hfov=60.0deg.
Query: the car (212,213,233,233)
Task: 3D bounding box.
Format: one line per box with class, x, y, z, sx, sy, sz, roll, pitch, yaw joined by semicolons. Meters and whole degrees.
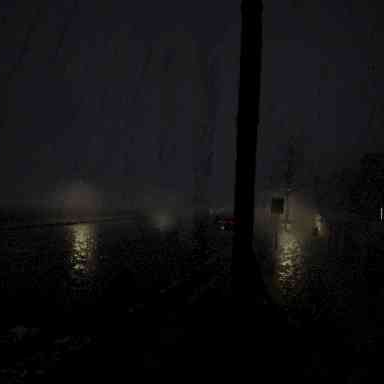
car;2.888;2.414;25.876;2.128;1.511;4.902;2;-1;17
